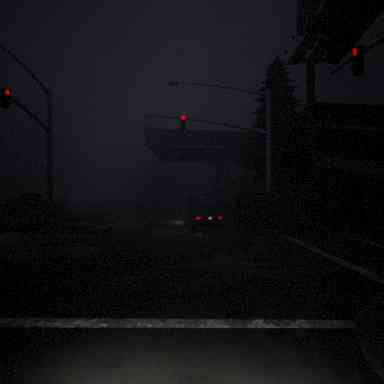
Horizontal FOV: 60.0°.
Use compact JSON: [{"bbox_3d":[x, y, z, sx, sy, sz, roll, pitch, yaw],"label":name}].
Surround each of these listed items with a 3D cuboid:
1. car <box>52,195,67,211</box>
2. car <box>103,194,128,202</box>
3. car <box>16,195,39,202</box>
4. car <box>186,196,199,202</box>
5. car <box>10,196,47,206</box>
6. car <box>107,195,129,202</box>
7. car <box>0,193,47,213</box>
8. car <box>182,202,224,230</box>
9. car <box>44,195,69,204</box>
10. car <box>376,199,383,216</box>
[{"bbox_3d":[-16.171,1.361,36.638,3.806,1.475,1.970,0,0,0],"label":"car"},{"bbox_3d":[-16.414,1.330,70.894,5.027,1.636,2.152,0,0,0],"label":"car"},{"bbox_3d":[-35.080,1.384,70.937,3.806,1.475,1.970,0,0,0],"label":"car"},{"bbox_3d":[0.119,1.352,54.191,2.097,1.767,4.553,0,0,0],"label":"car"},{"bbox_3d":[-24.008,1.298,49.013,4.514,1.523,2.007,0,0,0],"label":"car"},{"bbox_3d":[-16.484,1.339,74.031,4.514,1.523,2.007,0,0,0],"label":"car"},{"bbox_3d":[-16.764,1.077,33.310,3.866,1.878,1.905,0,0,0],"label":"car"},{"bbox_3d":[0.569,1.536,20.924,2.033,1.411,5.357,0,-1,-10],"label":"car"},{"bbox_3d":[-24.022,1.319,59.006,3.633,1.501,1.845,0,0,0],"label":"car"},{"bbox_3d":[17.239,1.480,32.953,2.242,1.667,4.611,0,0,0],"label":"car"}]
